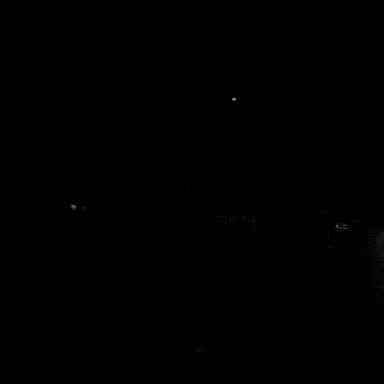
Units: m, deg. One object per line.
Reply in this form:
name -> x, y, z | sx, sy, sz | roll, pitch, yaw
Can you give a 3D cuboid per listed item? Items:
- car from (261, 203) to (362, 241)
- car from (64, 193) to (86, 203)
car -> 5.683, 1.352, 16.355 | 1.882, 1.535, 5.008 | -1, 2, -36
car -> -16.573, 0.844, 47.115 | 1.895, 1.301, 4.718 | -1, 2, -36
